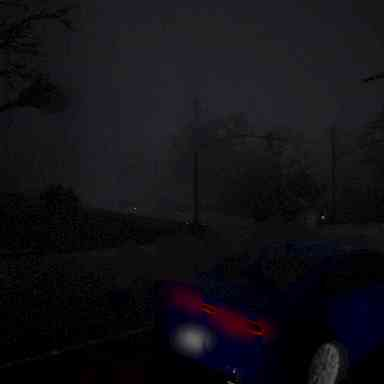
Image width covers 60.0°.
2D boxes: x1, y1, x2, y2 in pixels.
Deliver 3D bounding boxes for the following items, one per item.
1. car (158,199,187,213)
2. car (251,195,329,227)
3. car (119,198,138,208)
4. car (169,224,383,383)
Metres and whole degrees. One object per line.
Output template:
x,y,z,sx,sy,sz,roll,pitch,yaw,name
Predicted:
-2.252,1.560,37.558,1.837,1.490,4.892,0,-1,-29,car
6.551,1.247,22.951,2.150,2.045,5.566,0,0,-36,car
-10.213,1.733,53.052,2.033,1.411,5.357,0,-1,-25,car
2.042,1.484,5.130,5.008,1.535,1.882,0,0,-35,car
